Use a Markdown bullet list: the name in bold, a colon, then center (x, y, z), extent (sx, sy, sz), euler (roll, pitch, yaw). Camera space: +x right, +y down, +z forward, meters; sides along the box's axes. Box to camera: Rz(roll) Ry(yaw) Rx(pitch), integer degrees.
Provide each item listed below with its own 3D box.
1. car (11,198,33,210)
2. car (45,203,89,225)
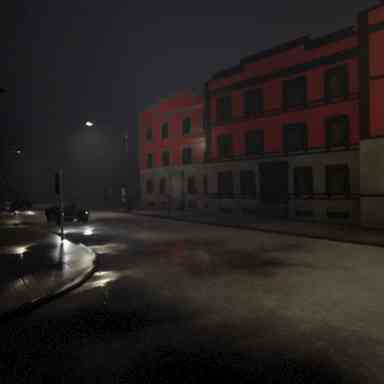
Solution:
- **car**: center (-20.505, 1.417, 40.060), extent (1.895, 1.301, 4.718), euler (-2, 1, -34)
- **car**: center (-8.503, 1.425, 22.513), extent (1.895, 1.301, 4.718), euler (-2, 1, -34)
